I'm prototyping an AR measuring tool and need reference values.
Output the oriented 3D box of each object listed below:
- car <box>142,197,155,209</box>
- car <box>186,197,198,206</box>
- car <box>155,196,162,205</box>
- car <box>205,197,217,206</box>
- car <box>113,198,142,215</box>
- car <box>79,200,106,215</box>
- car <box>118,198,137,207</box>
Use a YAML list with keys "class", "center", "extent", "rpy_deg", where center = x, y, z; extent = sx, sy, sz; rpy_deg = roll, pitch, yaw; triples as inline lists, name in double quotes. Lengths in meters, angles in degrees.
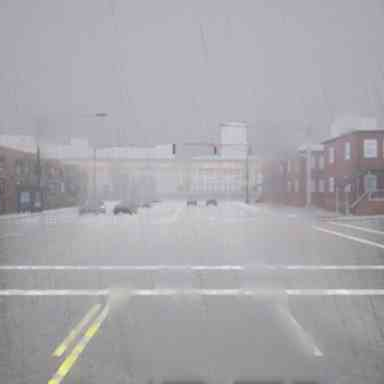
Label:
- class: "car"
  center: [-7.083, 1.653, 48.369]
  extent: [2.128, 1.511, 4.902]
  rpy_deg: [0, 0, 0]
- class: "car"
  center: [-0.007, 1.693, 60.349]
  extent: [2.128, 1.511, 4.902]
  rpy_deg: [0, 0, 0]
- class: "car"
  center: [-7.008, 1.636, 65.532]
  extent: [1.837, 1.490, 4.892]
  rpy_deg: [0, 0, 0]
- class: "car"
  center: [3.493, 1.706, 60.354]
  extent: [1.837, 1.490, 4.892]
  rpy_deg: [0, 0, 0]
- class: "car"
  center: [-7.096, 1.668, 35.962]
  extent: [2.033, 1.411, 5.357]
  rpy_deg: [0, 0, 0]
- class: "car"
  center: [-10.592, 1.624, 35.623]
  extent: [1.837, 1.490, 4.892]
  rpy_deg: [0, 0, 0]
- class: "car"
  center: [-10.545, 1.731, 54.906]
  extent: [2.033, 1.411, 5.357]
  rpy_deg: [0, 0, 1]
